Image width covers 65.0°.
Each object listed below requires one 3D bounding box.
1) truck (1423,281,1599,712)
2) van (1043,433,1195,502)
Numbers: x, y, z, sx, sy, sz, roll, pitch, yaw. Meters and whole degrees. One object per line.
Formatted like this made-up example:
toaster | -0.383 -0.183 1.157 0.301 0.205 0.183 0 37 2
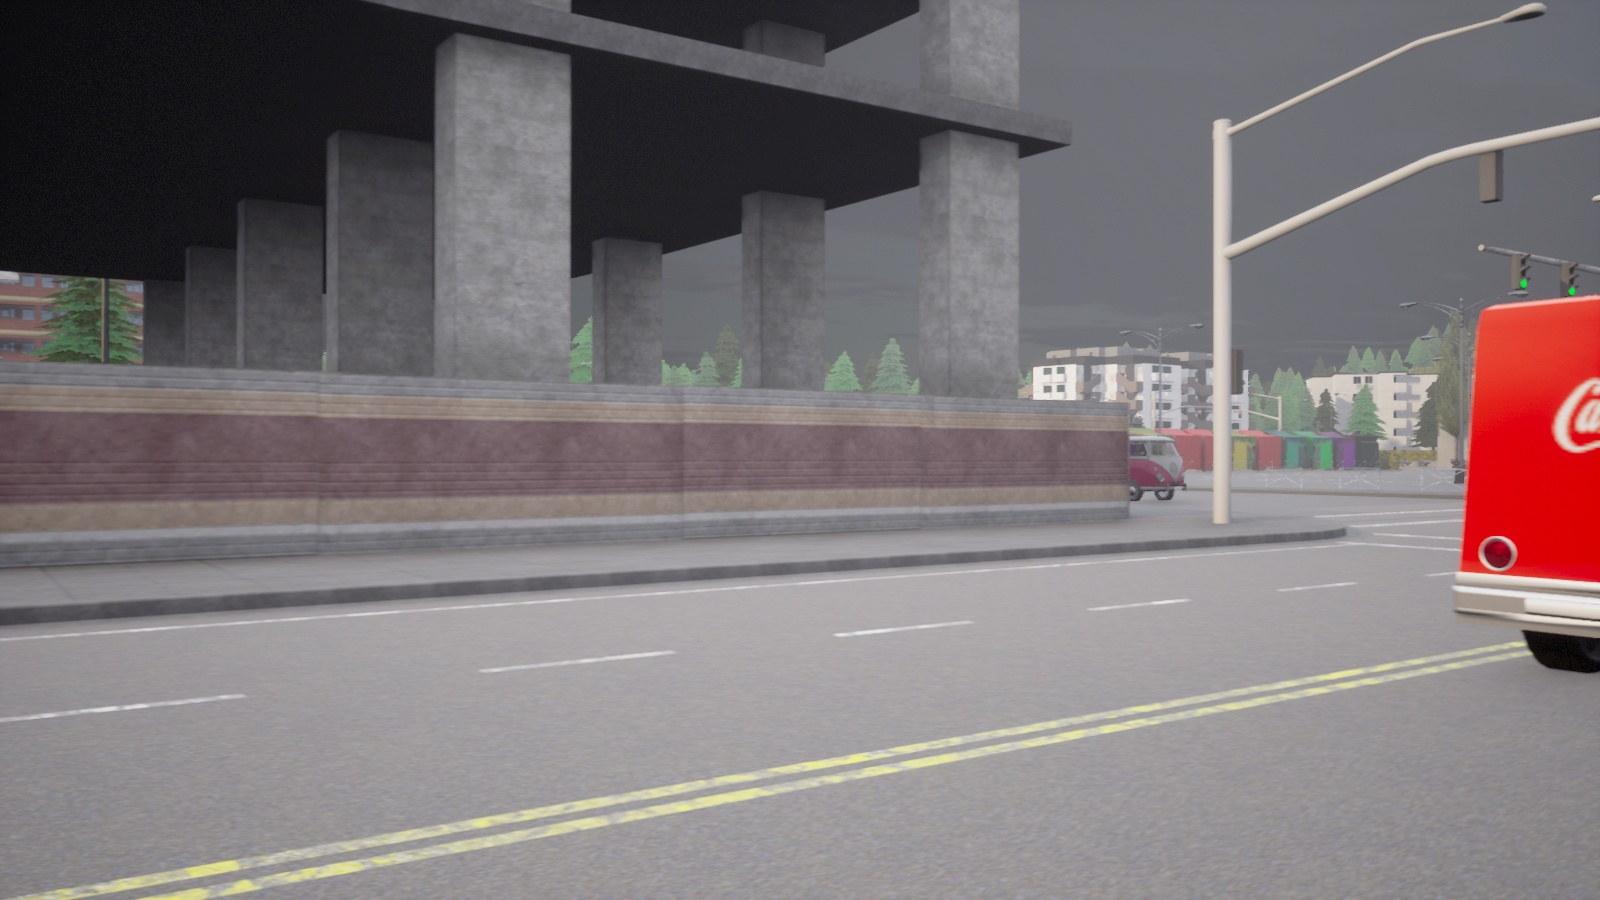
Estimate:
truck | 6.877 0.264 8.448 5.204 2.467 2.627 0 0 -35
van | 9.732 0.516 38.616 1.775 1.987 4.442 0 0 -35
